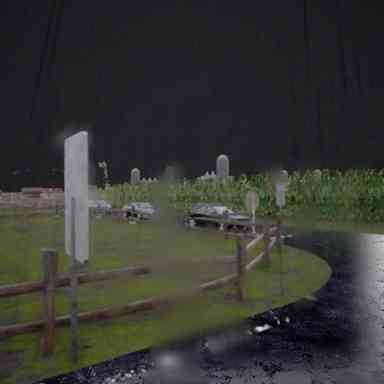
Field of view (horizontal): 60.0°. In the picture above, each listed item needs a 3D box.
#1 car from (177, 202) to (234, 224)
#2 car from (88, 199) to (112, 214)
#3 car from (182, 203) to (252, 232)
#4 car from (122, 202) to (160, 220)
[{"bbox_3d":[0.998,1.627,27.244,2.128,1.511,4.902,-1,0,-35],"label":"car"},{"bbox_3d":[-11.035,1.648,39.045,2.097,1.767,4.553,-1,0,-35],"label":"car"},{"bbox_3d":[1.666,1.593,21.243,1.882,1.535,5.008,-1,0,-36],"label":"car"},{"bbox_3d":[-4.675,1.696,30.124,2.128,1.511,4.902,-1,0,-36],"label":"car"}]
